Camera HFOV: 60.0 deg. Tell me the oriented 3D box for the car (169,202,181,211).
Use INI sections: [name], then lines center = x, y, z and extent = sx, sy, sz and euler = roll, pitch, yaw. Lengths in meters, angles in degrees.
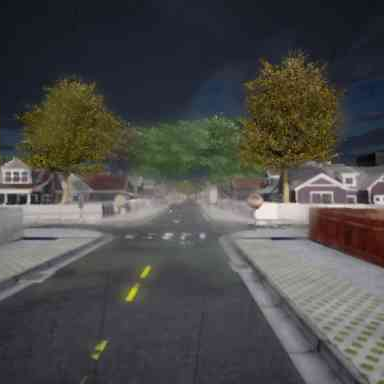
[car]
center = -2.759, 2.361, 55.576
extent = 2.033, 1.411, 5.357
euler = 0, -1, 0
